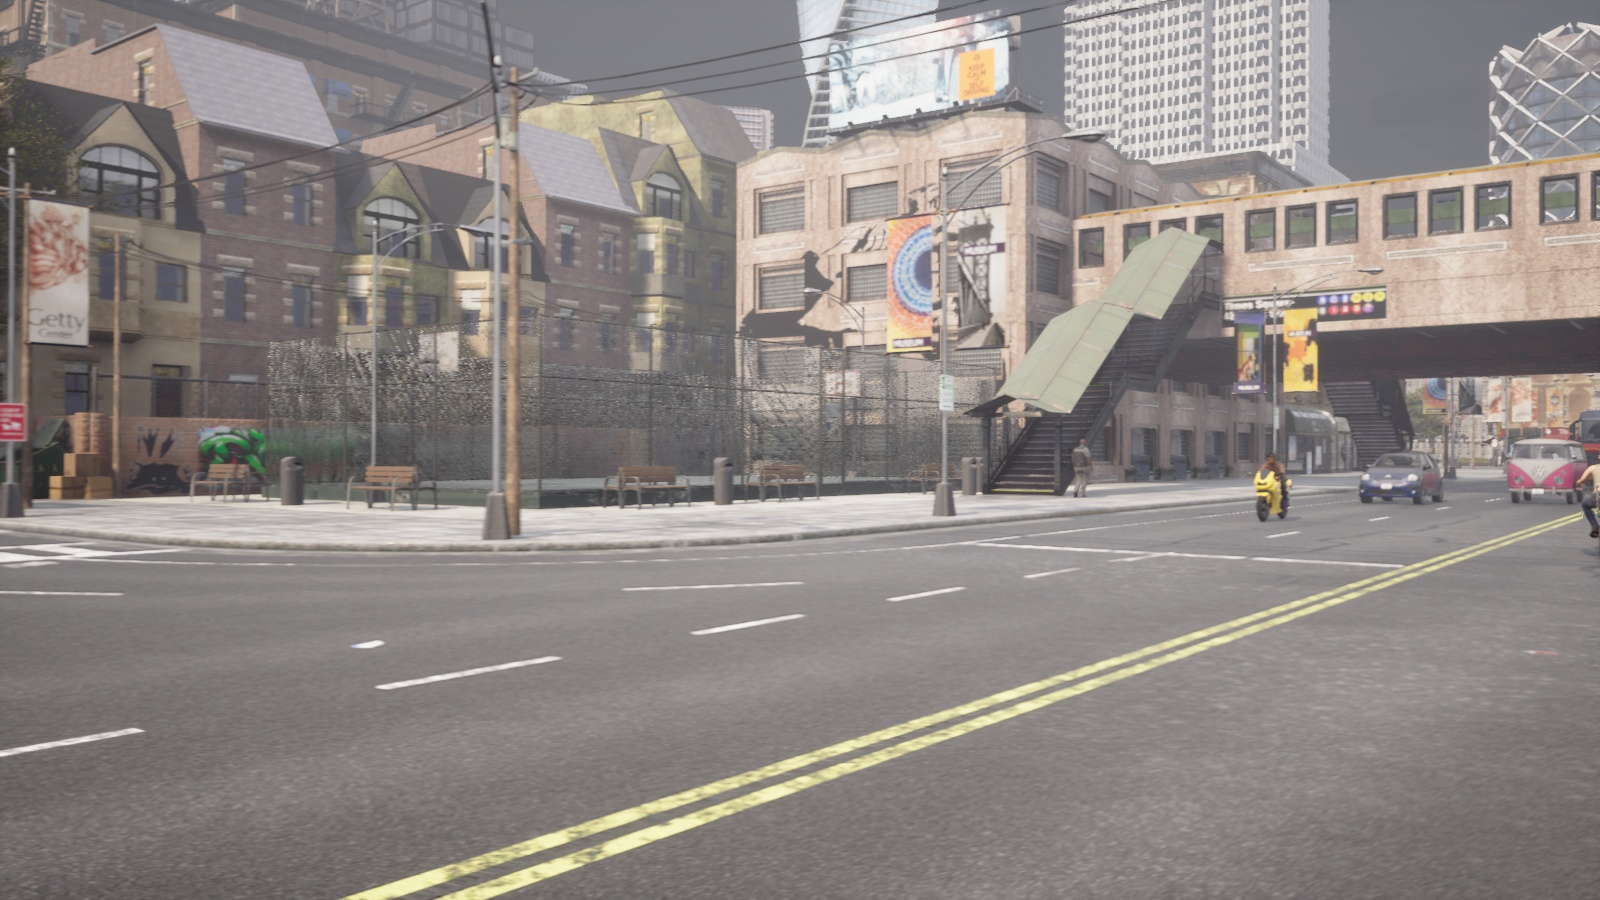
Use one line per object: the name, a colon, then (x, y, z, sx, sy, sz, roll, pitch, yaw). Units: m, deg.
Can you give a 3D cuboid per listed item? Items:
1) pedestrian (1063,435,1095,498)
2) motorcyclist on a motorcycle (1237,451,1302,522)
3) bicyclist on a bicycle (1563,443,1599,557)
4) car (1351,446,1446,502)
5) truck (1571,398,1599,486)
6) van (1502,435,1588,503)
pedestrian: (8.396, 0.485, 37.785, 0.563, 1.883, 0.849, 0, 0, 44)
motorcyclist on a motorcycle: (10.501, 0.781, 28.034, 0.797, 1.523, 2.044, 0, 0, 37)
bicyclist on a bicycle: (11.779, 0.708, 18.394, 0.866, 1.612, 1.509, 0, 0, 38)
car: (18.389, 0.711, 38.501, 1.851, 1.617, 3.988, 0, 0, 37)
truck: (37.410, -0.337, 57.341, 2.891, 3.827, 8.468, 0, 0, 37)
van: (23.180, 0.558, 38.998, 1.775, 1.987, 4.442, 0, 0, 37)
